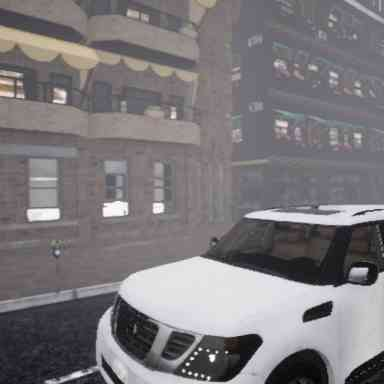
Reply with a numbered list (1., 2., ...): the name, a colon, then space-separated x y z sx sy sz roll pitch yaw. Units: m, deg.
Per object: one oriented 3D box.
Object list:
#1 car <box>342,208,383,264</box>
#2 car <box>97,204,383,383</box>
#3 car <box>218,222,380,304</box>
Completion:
1. car: 7.428 1.436 11.839 4.097 1.590 1.967 0 -1 -36
2. car: 1.637 1.223 4.500 5.566 2.045 2.150 0 0 -35
3. car: 2.871 1.579 8.583 4.206 1.307 1.802 0 -1 -36
